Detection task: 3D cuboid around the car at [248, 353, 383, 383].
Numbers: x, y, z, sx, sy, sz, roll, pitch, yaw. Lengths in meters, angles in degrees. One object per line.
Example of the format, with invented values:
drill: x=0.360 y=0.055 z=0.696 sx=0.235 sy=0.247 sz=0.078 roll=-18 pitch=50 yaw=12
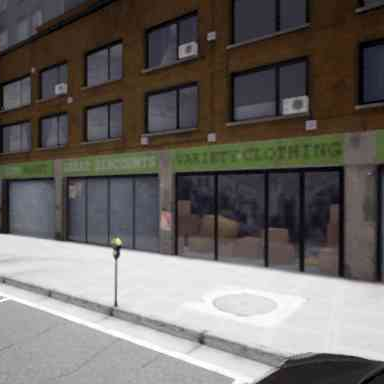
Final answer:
car: x=2.086 y=1.557 z=1.464 sx=4.313 sy=1.339 sz=1.947 roll=-1 pitch=0 yaw=36
